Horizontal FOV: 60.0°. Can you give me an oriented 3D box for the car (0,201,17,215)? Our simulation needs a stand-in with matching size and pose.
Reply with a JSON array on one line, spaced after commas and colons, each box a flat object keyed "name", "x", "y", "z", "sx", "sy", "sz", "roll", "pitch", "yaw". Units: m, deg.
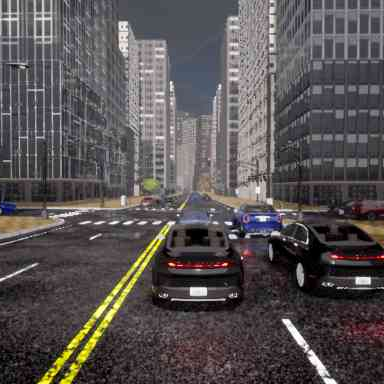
[{"name": "car", "x": -19.422, "y": 1.321, "z": 31.798, "sx": 5.008, "sy": 1.535, "sz": 1.882, "roll": 1, "pitch": 1, "yaw": 1}]

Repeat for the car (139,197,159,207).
[{"name": "car", "x": -6.459, "y": 1.491, "z": 49.065, "sx": 1.812, "sy": 1.442, "sz": 4.674, "roll": 0, "pitch": 0, "yaw": 2}]

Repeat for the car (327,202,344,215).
[{"name": "car", "x": 16.517, "y": 1.617, "z": 34.309, "sx": 4.892, "sy": 1.490, "sz": 1.837, "roll": 1, "pitch": 1, "yaw": 1}]

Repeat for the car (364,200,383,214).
[{"name": "car", "x": 21.906, "y": 1.643, "z": 36.800, "sx": 4.829, "sy": 1.417, "sz": 1.752, "roll": 1, "pitch": 0, "yaw": 1}]

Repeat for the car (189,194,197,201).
[{"name": "car", "x": 0.209, "y": 1.396, "z": 79.361, "sx": 1.882, "sy": 1.535, "sz": 5.008, "roll": 0, "pitch": 0, "yaw": 0}]

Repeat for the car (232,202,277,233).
[{"name": "car", "x": 3.395, "y": 1.342, "z": 18.051, "sx": 2.097, "sy": 1.767, "sz": 4.553, "roll": 0, "pitch": 0, "yaw": 0}]

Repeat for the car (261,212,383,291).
[{"name": "car", "x": 3.374, "y": 1.500, "z": 8.968, "sx": 1.837, "sy": 1.490, "sz": 4.892, "roll": 0, "pitch": 0, "yaw": 0}]

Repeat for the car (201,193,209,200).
[{"name": "car", "x": 3.486, "y": 1.097, "z": 89.739, "sx": 2.097, "sy": 1.767, "sz": 4.553, "roll": 0, "pitch": 0, "yaw": 0}]

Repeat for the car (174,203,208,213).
[{"name": "car", "x": 0.147, "y": 1.538, "z": 17.816, "sx": 2.033, "sy": 1.411, "sz": 5.357, "roll": 0, "pitch": 0, "yaw": 0}]

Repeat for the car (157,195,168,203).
[{"name": "car", "x": -6.314, "y": 1.416, "z": 71.330, "sx": 1.882, "sy": 1.535, "sz": 5.008, "roll": 0, "pitch": 0, "yaw": 0}]

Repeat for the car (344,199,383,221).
[{"name": "car", "x": 16.276, "y": 1.519, "z": 28.529, "sx": 5.009, "sy": 1.841, "sz": 2.192, "roll": 1, "pitch": 0, "yaw": 1}]

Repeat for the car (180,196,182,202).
[{"name": "car", "x": -3.178, "y": 1.459, "z": 58.320, "sx": 1.837, "sy": 1.490, "sz": 4.892, "roll": 0, "pitch": 0, "yaw": 0}]

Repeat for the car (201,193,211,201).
[{"name": "car", "x": 3.459, "y": 1.396, "z": 79.350, "sx": 1.882, "sy": 1.535, "sz": 5.008, "roll": 0, "pitch": 0, "yaw": 0}]

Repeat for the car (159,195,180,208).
[{"name": "car", "x": -3.214, "y": 1.471, "z": 48.292, "sx": 1.837, "sy": 1.490, "sz": 4.892, "roll": 0, "pitch": 0, "yaw": 0}]

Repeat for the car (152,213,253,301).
[{"name": "car", "x": 0.120, "y": 1.501, "z": 8.261, "sx": 1.837, "sy": 1.490, "sz": 4.892, "roll": 0, "pitch": 0, "yaw": 0}]

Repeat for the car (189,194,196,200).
[{"name": "car", "x": 0.236, "y": 1.220, "z": 89.779, "sx": 1.882, "sy": 1.535, "sz": 5.008, "roll": 0, "pitch": 0, "yaw": 0}]
